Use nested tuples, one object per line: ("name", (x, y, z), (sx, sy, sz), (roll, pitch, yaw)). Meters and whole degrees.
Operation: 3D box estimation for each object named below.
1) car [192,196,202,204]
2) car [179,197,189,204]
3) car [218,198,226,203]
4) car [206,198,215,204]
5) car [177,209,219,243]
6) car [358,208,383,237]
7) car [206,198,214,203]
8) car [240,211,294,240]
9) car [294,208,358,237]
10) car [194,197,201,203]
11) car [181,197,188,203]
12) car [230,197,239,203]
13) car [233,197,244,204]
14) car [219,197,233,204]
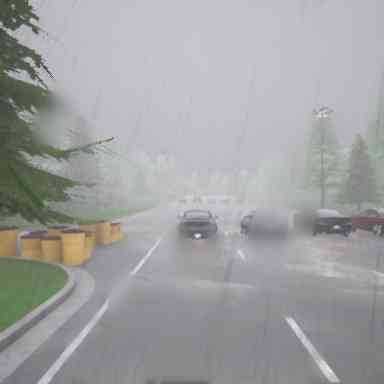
("car", (1.312, 1.903, 83.466), (2.150, 2.045, 5.566), (0, 0, 1))
("car", (-2.202, 2.171, 82.660), (1.837, 1.490, 4.892), (0, 0, 1))
("car", (8.473, 2.268, 92.928), (1.895, 1.301, 4.718), (0, 0, 1))
("car", (4.797, 2.197, 82.542), (2.128, 1.511, 4.902), (0, 0, 1))
("car", (0.287, 1.646, 16.886), (1.837, 1.490, 4.892), (0, 0, 1))
("car", (10.828, 1.637, 19.155), (1.882, 1.535, 5.008), (0, 0, 1))
("car", (4.973, 2.268, 92.987), (1.895, 1.301, 4.718), (0, 0, 1))
("car", (3.809, 1.715, 18.120), (1.994, 1.385, 4.181), (0, 0, 1))
("car", (7.328, 1.637, 19.211), (1.882, 1.535, 5.008), (0, 0, 1))
("car", (1.481, 2.201, 93.434), (1.812, 1.442, 4.674), (0, 0, 1))
("car", (-2.026, 2.151, 93.076), (1.882, 1.535, 5.008), (0, 0, 1))
("car", (11.979, 2.154, 93.257), (1.882, 1.535, 5.008), (0, 0, 1))
("car", (11.810, 2.177, 83.257), (1.837, 1.490, 4.892), (0, 0, 1))
("car", (8.304, 2.270, 82.928), (1.895, 1.301, 4.718), (0, 0, 1))
